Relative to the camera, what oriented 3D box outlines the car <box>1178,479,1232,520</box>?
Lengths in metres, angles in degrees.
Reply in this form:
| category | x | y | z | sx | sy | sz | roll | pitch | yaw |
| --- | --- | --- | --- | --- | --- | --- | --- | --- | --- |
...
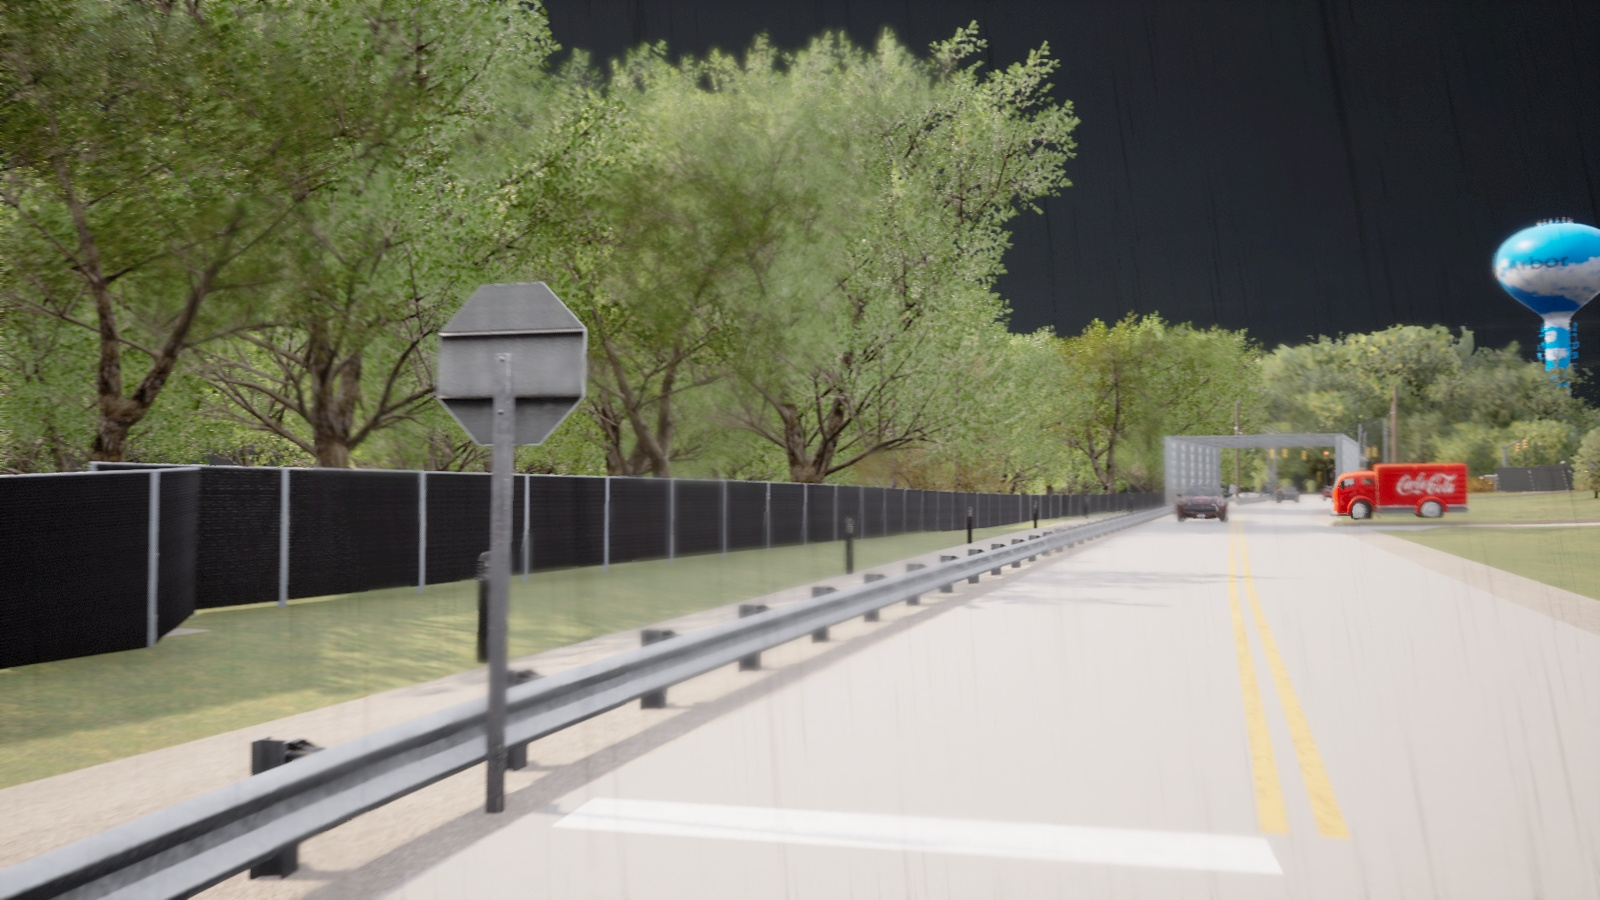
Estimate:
| category | x | y | z | sx | sy | sz | roll | pitch | yaw |
| --- | --- | --- | --- | --- | --- | --- | --- | --- | --- |
| car | 18.216 | 2.194 | 56.368 | 2.097 | 1.767 | 4.553 | -1 | -2 | 20 |

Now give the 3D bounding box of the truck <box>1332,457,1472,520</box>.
| category | x | y | z | sx | sy | sz | roll | pitch | yaw |
| --- | --- | --- | --- | --- | --- | --- | --- | --- | --- |
| truck | 25.817 | 1.664 | 54.079 | 5.204 | 2.467 | 2.627 | -3 | 0 | 24 |
